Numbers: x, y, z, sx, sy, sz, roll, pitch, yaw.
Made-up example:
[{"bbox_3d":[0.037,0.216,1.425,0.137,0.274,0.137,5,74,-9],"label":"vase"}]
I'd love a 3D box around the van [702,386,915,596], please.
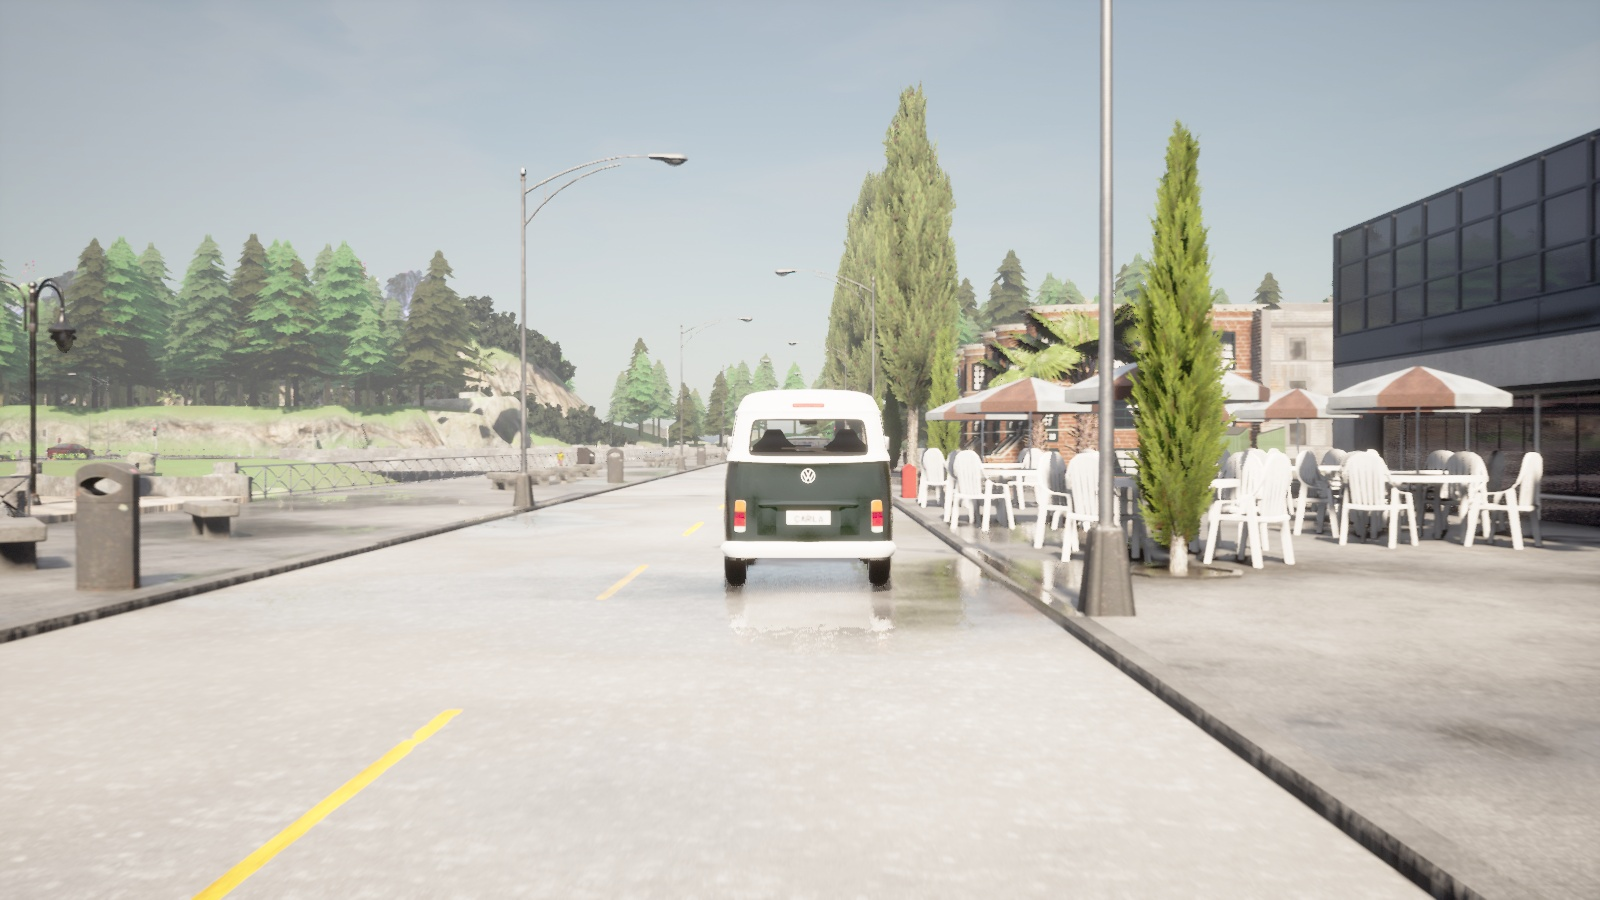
[{"bbox_3d":[0.095,0.389,14.433,2.069,2.038,4.480,0,0,0],"label":"van"}]
